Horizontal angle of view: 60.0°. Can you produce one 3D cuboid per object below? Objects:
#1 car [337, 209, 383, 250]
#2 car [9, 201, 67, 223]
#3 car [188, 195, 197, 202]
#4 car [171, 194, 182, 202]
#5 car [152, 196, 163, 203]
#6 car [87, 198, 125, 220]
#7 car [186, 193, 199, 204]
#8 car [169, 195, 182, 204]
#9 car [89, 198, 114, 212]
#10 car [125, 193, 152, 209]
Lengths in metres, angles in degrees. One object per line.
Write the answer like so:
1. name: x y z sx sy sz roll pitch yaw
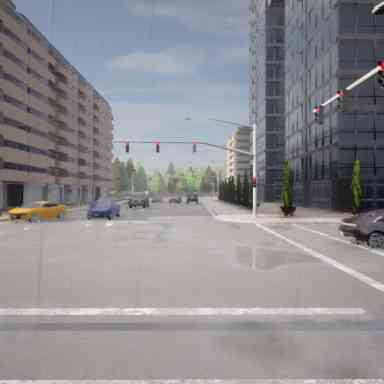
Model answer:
1. car: 8.759 1.548 14.036 4.902 1.511 2.128 0 0 2
2. car: -11.944 1.493 26.130 1.882 1.535 5.008 1 1 17
3. car: 0.116 1.500 74.616 1.837 1.490 4.892 0 0 1
4. car: -3.391 1.355 74.340 2.097 1.767 4.553 0 0 1
5. car: -6.999 1.548 67.034 2.033 1.411 5.357 0 0 1
6. car: -7.361 1.483 28.088 1.882 1.535 5.008 0 0 0
7. car: 0.078 1.221 63.904 2.150 2.045 5.566 0 0 1
8. car: -3.416 1.526 64.323 1.812 1.442 4.674 0 0 1
9. car: -10.896 1.525 40.418 1.812 1.442 4.674 0 0 0
10. car: -7.340 1.222 46.531 2.150 2.045 5.566 0 0 1
